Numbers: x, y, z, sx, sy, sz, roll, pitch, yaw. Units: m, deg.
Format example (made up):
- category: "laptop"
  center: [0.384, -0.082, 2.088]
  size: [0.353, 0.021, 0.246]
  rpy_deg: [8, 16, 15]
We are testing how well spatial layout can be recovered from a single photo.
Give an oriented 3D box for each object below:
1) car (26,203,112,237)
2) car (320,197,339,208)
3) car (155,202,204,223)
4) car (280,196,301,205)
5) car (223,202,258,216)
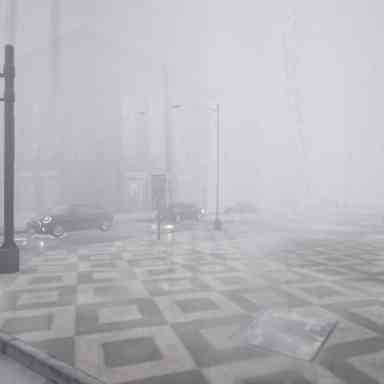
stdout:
- category: "car"
  center: [-6.792, 1.415, 18.679]
  size: [2.097, 1.767, 4.553]
  rpy_deg: [0, 0, 37]
- category: "car"
  center: [22.144, 1.641, 53.451]
  size: [2.097, 1.767, 4.553]
  rpy_deg: [0, 0, 35]
- category: "car"
  center: [-0.933, 1.614, 26.795]
  size: [1.837, 1.490, 4.892]
  rpy_deg: [0, 0, 36]
- category: "car"
  center: [14.170, 1.382, 47.656]
  size: [1.837, 1.490, 4.892]
  rpy_deg: [0, 0, 36]
- category: "car"
  center: [5.195, 1.758, 35.324]
  size: [1.895, 1.301, 4.718]
  rpy_deg: [0, 0, 36]
